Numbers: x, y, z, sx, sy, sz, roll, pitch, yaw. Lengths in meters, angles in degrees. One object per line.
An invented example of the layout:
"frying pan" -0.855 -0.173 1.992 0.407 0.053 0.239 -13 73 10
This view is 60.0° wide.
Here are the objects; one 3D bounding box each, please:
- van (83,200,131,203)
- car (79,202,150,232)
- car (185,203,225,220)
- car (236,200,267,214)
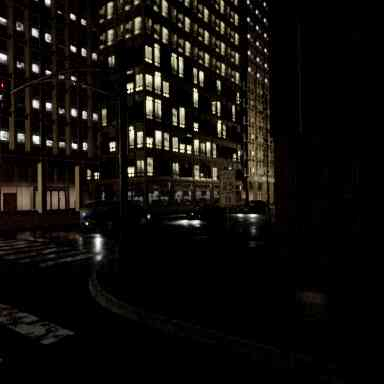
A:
"van" -6.017 1.460 23.528 1.690 1.788 3.998 -2 -1 36
"car" -4.675 1.571 20.993 1.837 1.490 4.892 -1 -1 33
"car" 1.188 1.649 29.095 1.994 1.385 4.181 -1 -1 36
"car" 7.087 1.631 37.281 1.812 1.442 4.674 -1 -1 36
